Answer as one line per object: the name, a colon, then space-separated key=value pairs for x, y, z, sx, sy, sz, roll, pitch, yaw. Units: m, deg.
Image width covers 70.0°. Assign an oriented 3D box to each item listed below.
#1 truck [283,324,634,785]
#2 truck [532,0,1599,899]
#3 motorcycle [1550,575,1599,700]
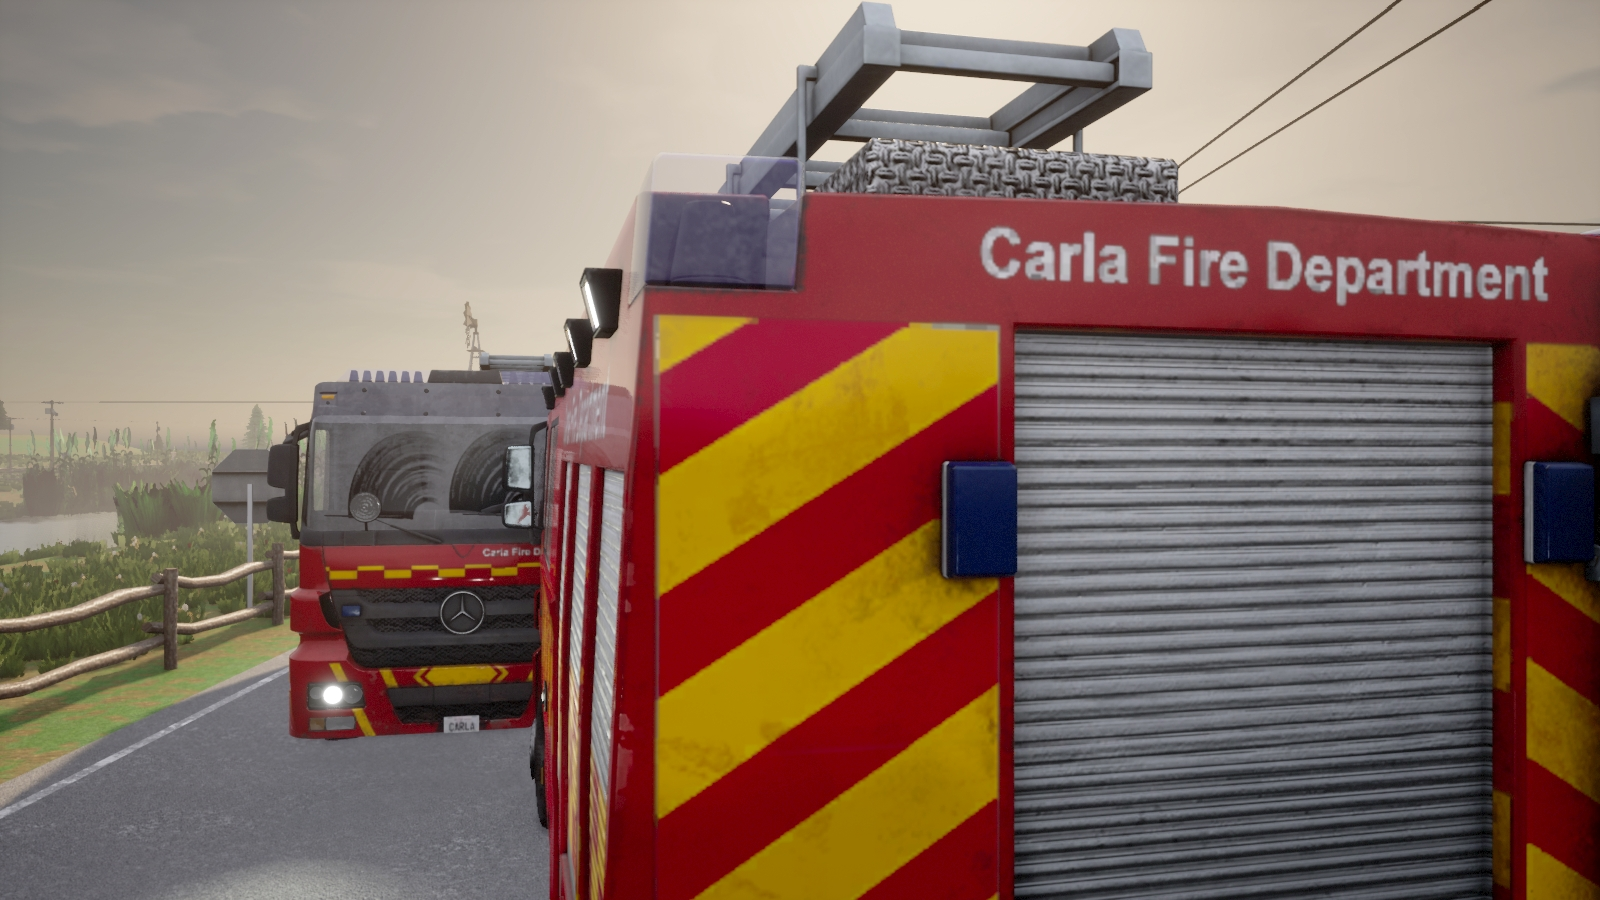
truck: x=-3.895 y=0.862 z=13.939 sx=2.891 sy=3.827 sz=8.468 roll=0 pitch=0 yaw=-14
truck: x=-0.074 y=0.867 z=6.874 sx=2.891 sy=3.827 sz=8.468 roll=0 pitch=0 yaw=-14
motorcycle: x=9.803 y=2.142 z=13.165 sx=1.805 sy=1.316 sz=0.856 roll=0 pitch=0 yaw=-7
